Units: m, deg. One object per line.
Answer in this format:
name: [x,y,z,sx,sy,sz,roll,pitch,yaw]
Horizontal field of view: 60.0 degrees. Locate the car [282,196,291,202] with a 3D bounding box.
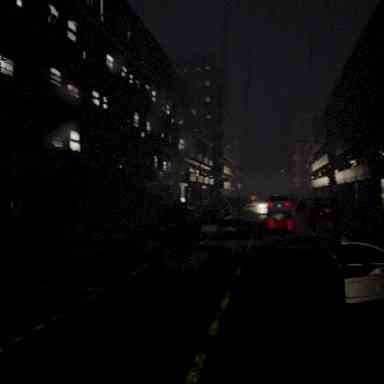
car: [22.000,1.640,77.432,1.802,1.307,4.206,-1,-1,14]

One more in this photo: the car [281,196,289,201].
car: [24.671,1.680,88.495,1.802,1.307,4.206,-2,-1,14]

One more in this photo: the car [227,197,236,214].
car: [3.174,1.628,35.151,1.967,1.590,4.097,-1,0,14]

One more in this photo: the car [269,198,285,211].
car: [10.672,1.540,41.820,1.837,1.490,4.892,-2,0,14]

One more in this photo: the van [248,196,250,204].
van: [8.512,1.575,57.274,1.690,1.788,3.998,-1,0,14]

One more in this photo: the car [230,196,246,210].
car: [5.841,1.523,46.214,2.192,1.841,5.009,-1,0,14]

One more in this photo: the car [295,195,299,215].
car: [11.316,1.382,33.183,1.967,1.590,4.097,-1,0,14]

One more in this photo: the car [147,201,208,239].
car: [-0.834,1.480,18.557,2.192,1.841,5.009,-1,0,14]

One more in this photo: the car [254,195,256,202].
car: [12.522,1.867,73.868,1.802,1.307,4.206,-1,-1,14]

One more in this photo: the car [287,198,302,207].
car: [15.324,1.556,49.777,1.802,1.307,4.206,-1,0,14]

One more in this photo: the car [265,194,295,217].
car: [8.184,1.237,31.422,2.150,2.045,5.566,-2,0,14]

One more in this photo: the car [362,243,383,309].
car: [4.082,1.423,4.654,1.837,1.490,4.892,-2,0,14]

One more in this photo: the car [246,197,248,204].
car: [7.141,1.745,51.580,1.752,1.417,4.829,-1,0,14]

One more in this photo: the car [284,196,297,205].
car: [17.993,1.548,60.838,1.887,1.381,4.507,-1,-1,14]

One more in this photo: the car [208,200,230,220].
car: [1.841,1.731,29.619,2.008,1.369,4.403,-1,0,14]

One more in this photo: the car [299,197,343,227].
car: [8.643,1.240,22.122,2.192,1.841,5.009,-1,0,14]

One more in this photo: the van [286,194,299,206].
van: [16.653,1.329,55.308,1.690,1.788,3.998,-1,0,14]

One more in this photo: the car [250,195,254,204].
car: [11.146,1.792,68.171,1.752,1.417,4.829,-1,0,14]
